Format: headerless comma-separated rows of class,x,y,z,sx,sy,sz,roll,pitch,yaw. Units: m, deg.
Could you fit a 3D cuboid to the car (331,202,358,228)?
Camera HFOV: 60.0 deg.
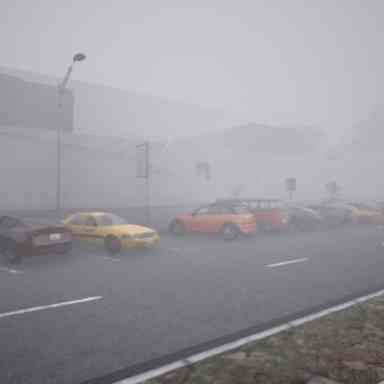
car,8.233,1.557,22.509,4.792,1.488,2.163,-1,-1,35

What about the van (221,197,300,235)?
van,3.499,1.307,18.977,4.442,1.987,1.878,-1,-1,35

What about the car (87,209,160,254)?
car,-3.742,1.507,13.737,5.366,1.575,1.946,-1,-1,35

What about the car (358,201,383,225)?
car,10.848,1.508,24.127,5.366,1.575,1.946,-1,-1,35

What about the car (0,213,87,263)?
car,-6.352,1.531,12.124,4.792,1.488,2.163,-1,-1,35

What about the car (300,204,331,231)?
car,5.830,1.571,20.759,4.674,1.452,2.002,-1,0,35

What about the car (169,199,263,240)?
car,0.988,1.404,17.284,4.553,1.767,2.185,-1,-1,35
